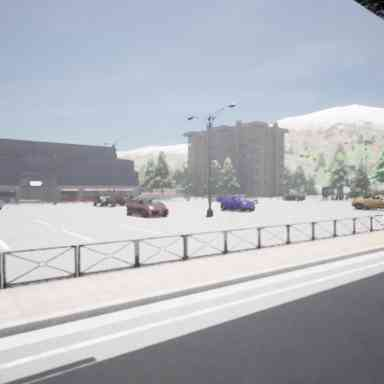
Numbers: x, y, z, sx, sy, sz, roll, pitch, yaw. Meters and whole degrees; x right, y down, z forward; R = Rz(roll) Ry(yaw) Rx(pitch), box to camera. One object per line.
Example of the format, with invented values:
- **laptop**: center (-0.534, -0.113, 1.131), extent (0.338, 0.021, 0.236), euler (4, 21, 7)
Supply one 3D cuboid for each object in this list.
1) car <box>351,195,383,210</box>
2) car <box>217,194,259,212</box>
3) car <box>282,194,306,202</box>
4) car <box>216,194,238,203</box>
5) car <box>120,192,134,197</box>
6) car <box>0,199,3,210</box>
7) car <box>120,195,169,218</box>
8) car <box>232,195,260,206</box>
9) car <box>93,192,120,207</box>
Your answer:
- **car**: center (18.600, 1.082, 33.024), extent (2.152, 1.636, 5.027), euler (-1, 0, -36)
- **car**: center (4.504, 1.157, 32.311), extent (1.845, 1.501, 3.633), euler (-1, 0, -36)
- **car**: center (20.162, 1.104, 66.031), extent (1.837, 1.490, 4.892), euler (-1, 0, -36)
- **car**: center (5.866, 1.103, 56.005), extent (1.845, 1.501, 3.633), euler (-1, 0, -36)
- **car**: center (-9.283, 0.961, 45.237), extent (1.932, 1.855, 4.605), euler (-1, 0, -36)
- **car**: center (-21.770, 1.131, 35.712), extent (2.152, 1.636, 5.027), euler (-1, 0, -36)
- **car**: center (-3.622, 1.208, 26.496), extent (2.007, 1.523, 4.514), euler (-1, 0, -36)
- **car**: center (7.793, 1.135, 48.244), extent (1.970, 1.475, 3.806), euler (-1, 0, -36)
- **car**: center (-11.397, 0.962, 43.201), extent (1.905, 1.878, 3.866), euler (-1, 0, -36)
